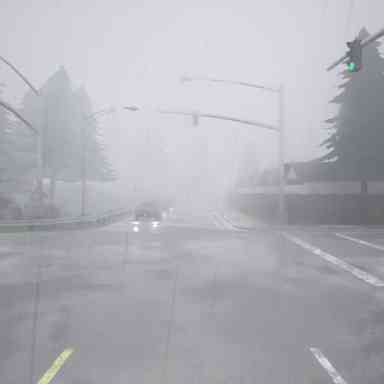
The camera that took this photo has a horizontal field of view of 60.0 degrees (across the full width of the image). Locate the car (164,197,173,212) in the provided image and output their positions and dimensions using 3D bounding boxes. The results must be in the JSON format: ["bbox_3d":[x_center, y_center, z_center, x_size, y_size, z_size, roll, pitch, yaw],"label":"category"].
[{"bbox_3d":[-3.599,1.564,37.952,1.994,1.385,4.181,0,0,0],"label":"car"}]

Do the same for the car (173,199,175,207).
[{"bbox_3d":[-3.515,1.504,48.307,1.837,1.490,4.892,0,0,2],"label":"car"}]

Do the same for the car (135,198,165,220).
[{"bbox_3d":[-3.603,1.505,28.038,1.837,1.490,4.892,0,0,0],"label":"car"}]
